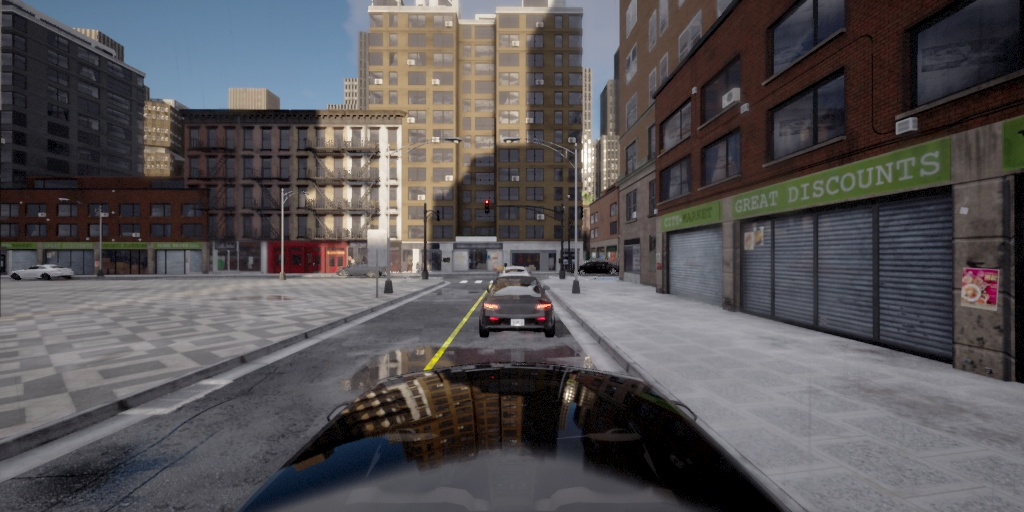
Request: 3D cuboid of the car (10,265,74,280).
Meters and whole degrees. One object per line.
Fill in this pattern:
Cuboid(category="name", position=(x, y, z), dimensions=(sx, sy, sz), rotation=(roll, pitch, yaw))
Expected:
Cuboid(category="car", position=(-45.591, 1.579, 34.868), dimensions=(4.674, 1.442, 1.812), rotation=(0, 0, 0))

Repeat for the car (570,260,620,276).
Cuboid(category="car", position=(8.170, 1.137, 35.267), dimensions=(5.008, 1.535, 1.882), rotation=(-1, 0, -3))

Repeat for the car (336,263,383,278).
Cuboid(category="car", position=(-14.890, 1.420, 35.205), dimensions=(4.181, 1.385, 1.994), rotation=(0, 0, -1))

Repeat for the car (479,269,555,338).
Cuboid(category="car", position=(0.119, 1.274, 10.089), dimensions=(1.812, 1.442, 4.674), rotation=(0, 0, 0))

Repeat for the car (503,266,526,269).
Cuboid(category="car", position=(0.145, 1.269, 19.870), dimensions=(1.812, 1.442, 4.674), rotation=(0, 0, -1))

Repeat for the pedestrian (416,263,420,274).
Cuboid(category="pedestrian", position=(-10.050, 0.969, 38.287), dimensions=(0.375, 1.860, 0.375), rotation=(0, 0, -1))
